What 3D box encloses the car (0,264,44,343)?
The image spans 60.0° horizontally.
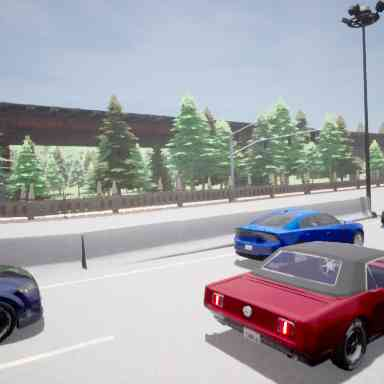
[{"bbox_3d":[-4.482,1.564,4.852,4.181,1.385,1.994,0,0,-36],"label":"car"}]

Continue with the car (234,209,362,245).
[{"bbox_3d":[3.568,1.282,10.636,5.008,1.535,1.882,-3,2,-36],"label":"car"}]

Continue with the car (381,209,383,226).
[{"bbox_3d":[10.848,0.878,15.881,4.181,1.385,1.994,-4,2,-36],"label":"car"}]

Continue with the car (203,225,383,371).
[{"bbox_3d":[2.581,1.527,5.612,4.718,1.301,1.895,-2,1,-36],"label":"car"}]
